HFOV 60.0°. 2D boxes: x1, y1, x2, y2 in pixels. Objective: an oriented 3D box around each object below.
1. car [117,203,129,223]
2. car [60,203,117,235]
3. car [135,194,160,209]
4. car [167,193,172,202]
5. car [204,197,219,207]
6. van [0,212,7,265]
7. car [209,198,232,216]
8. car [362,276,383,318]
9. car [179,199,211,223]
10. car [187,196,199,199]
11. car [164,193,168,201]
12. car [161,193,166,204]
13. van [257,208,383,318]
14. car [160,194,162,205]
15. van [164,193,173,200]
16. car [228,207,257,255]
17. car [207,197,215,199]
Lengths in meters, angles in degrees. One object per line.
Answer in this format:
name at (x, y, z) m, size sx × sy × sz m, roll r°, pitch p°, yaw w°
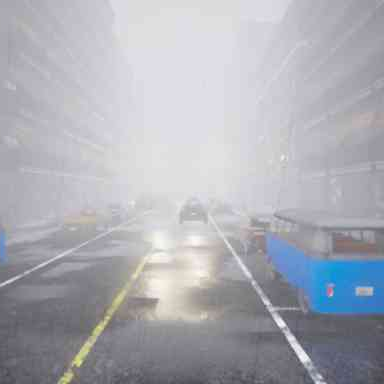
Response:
car at (-5.687, 1.463, 24.125) m, size 1.802 × 1.307 × 4.206 m, roll 0°, pitch 0°, yaw 0°
car at (-5.686, 1.433, 18.263) m, size 1.752 × 1.417 × 4.829 m, roll 0°, pitch 0°, yaw 0°
car at (-5.687, 1.124, 41.193) m, size 2.192 × 1.841 × 5.009 m, roll 0°, pitch 0°, yaw 0°
car at (-5.690, 1.034, 69.643) m, size 2.192 × 1.841 × 5.009 m, roll 0°, pitch 0°, yaw 0°
car at (2.692, 1.370, 46.883) m, size 1.802 × 1.307 × 4.206 m, roll 0°, pitch 0°, yaw 0°
van at (-5.684, 1.302, 7.051) m, size 1.690 × 1.788 × 3.998 m, roll 0°, pitch 0°, yaw 0°
car at (2.693, 1.439, 29.813) m, size 1.802 × 1.307 × 4.206 m, roll 0°, pitch 0°, yaw 0°
car at (2.694, 1.574, 1.363) m, size 1.802 × 1.307 × 4.206 m, roll 0°, pitch 0°, yaw 0°
car at (0.099, 1.445, 24.266) m, size 1.994 × 1.385 × 4.181 m, roll 0°, pitch 0°, yaw 0°
car at (0.099, 1.286, 41.484) m, size 1.882 × 1.535 × 5.008 m, roll 0°, pitch 1°, yaw 0°
car at (-5.690, 1.331, 58.264) m, size 1.802 × 1.307 × 4.206 m, roll 0°, pitch 0°, yaw 0°
car at (-5.689, 1.333, 52.576) m, size 1.947 × 1.339 × 4.313 m, roll 0°, pitch 0°, yaw 0°
van at (2.696, 1.303, 7.050) m, size 1.690 × 1.788 × 3.998 m, roll 0°, pitch 0°, yaw 0°
car at (-5.688, 1.313, 46.715) m, size 1.752 × 1.417 × 4.829 m, roll 0°, pitch 0°, yaw 0°
van at (-5.690, 1.033, 81.025) m, size 1.690 × 1.788 × 3.998 m, roll 0°, pitch 0°, yaw 0°
car at (2.694, 1.478, 12.742) m, size 1.887 × 1.381 × 4.507 m, roll 0°, pitch 0°, yaw 0°
car at (2.692, 1.392, 41.193) m, size 1.802 × 1.307 × 4.206 m, roll 0°, pitch 0°, yaw 0°
